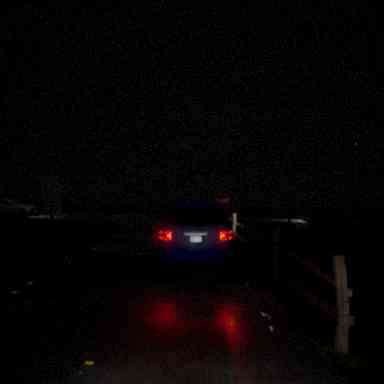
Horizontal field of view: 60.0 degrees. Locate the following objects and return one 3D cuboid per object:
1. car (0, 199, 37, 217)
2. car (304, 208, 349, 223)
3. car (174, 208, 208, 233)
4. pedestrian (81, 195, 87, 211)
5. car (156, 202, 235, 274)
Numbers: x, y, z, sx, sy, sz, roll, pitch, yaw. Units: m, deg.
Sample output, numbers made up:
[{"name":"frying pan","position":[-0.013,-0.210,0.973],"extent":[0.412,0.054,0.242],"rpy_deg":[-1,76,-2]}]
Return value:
[{"name":"car","position":[-16.867,1.414,30.878],"extent":[4.674,1.442,1.812],"rpy_deg":[2,2,0]},{"name":"car","position":[13.554,2.329,33.665],"extent":[4.181,1.385,1.994],"rpy_deg":[2,2,1]},{"name":"car","position":[-0.180,1.840,22.458],"extent":[1.895,1.301,4.718],"rpy_deg":[0,-1,-5]},{"name":"pedestrian","position":[-12.037,1.192,36.819],"extent":[0.375,1.860,0.375],"rpy_deg":[0,0,0]},{"name":"car","position":[0.098,1.336,11.090],"extent":[2.150,2.045,5.566],"rpy_deg":[0,-1,0]}]
